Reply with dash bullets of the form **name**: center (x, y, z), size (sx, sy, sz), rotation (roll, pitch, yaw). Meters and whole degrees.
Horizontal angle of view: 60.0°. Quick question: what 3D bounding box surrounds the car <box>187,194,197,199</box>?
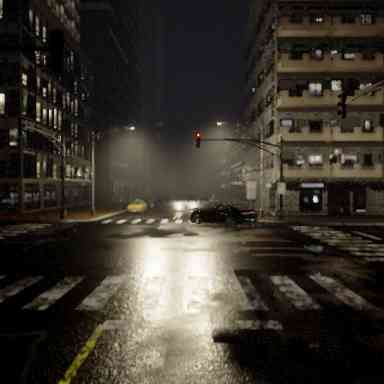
- **car**: center (0.032, 1.241, 73.156), size (2.097, 1.767, 4.553), rotation (0, 0, 0)

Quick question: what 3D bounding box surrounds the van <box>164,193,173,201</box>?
- **van**: center (-5.671, 1.217, 80.259), size (1.690, 1.788, 3.998), rotation (-1, 0, 0)

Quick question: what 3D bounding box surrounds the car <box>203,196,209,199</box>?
- **car**: center (2.695, 1.486, 40.674), size (2.008, 1.369, 4.403), rotation (-1, 0, 0)

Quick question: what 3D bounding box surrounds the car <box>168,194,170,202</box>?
- **car**: center (-5.675, 1.483, 63.295), size (1.802, 1.307, 4.206), rotation (-1, 0, 0)

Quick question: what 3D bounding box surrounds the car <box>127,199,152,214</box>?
- **car**: center (-5.688, 1.469, 34.853), size (1.752, 1.417, 4.829), rotation (-1, 0, 0)

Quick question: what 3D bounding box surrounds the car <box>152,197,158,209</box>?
- **car**: center (-5.685, 1.501, 40.677), size (1.947, 1.339, 4.313), rotation (-1, 0, 0)

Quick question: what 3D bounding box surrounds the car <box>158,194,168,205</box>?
- **car**: center (-5.678, 1.454, 57.640), size (1.887, 1.381, 4.507), rotation (-1, 0, 0)

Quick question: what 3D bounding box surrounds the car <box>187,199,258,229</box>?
- **car**: center (1.971, 1.453, 21.604), size (2.128, 1.511, 4.902), rotation (-1, 1, -43)

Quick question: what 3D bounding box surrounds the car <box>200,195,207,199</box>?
- **car**: center (2.708, 1.324, 74.601), size (1.967, 1.590, 4.097), rotation (-1, 0, 0)

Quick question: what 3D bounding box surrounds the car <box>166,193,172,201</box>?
- **car**: center (-5.673, 1.437, 68.949), size (1.887, 1.381, 4.507), rotation (-1, 0, 0)
